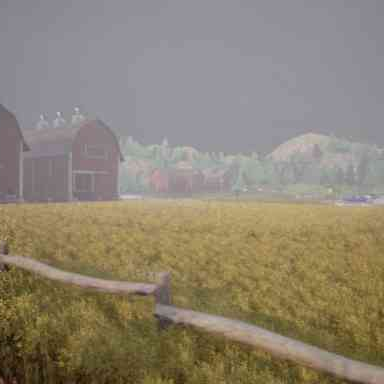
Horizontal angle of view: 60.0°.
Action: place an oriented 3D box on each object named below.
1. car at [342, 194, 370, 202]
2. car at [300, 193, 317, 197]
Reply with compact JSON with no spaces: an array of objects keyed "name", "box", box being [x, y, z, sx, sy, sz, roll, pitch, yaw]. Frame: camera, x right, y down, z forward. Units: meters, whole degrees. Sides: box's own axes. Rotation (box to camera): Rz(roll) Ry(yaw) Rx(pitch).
[{"name":"car","box":[34.638,1.465,71.038,4.611,1.667,2.242,1,0,35]},{"name":"car","box":[31.686,1.181,90.100,4.605,1.855,1.932,1,0,35]}]
